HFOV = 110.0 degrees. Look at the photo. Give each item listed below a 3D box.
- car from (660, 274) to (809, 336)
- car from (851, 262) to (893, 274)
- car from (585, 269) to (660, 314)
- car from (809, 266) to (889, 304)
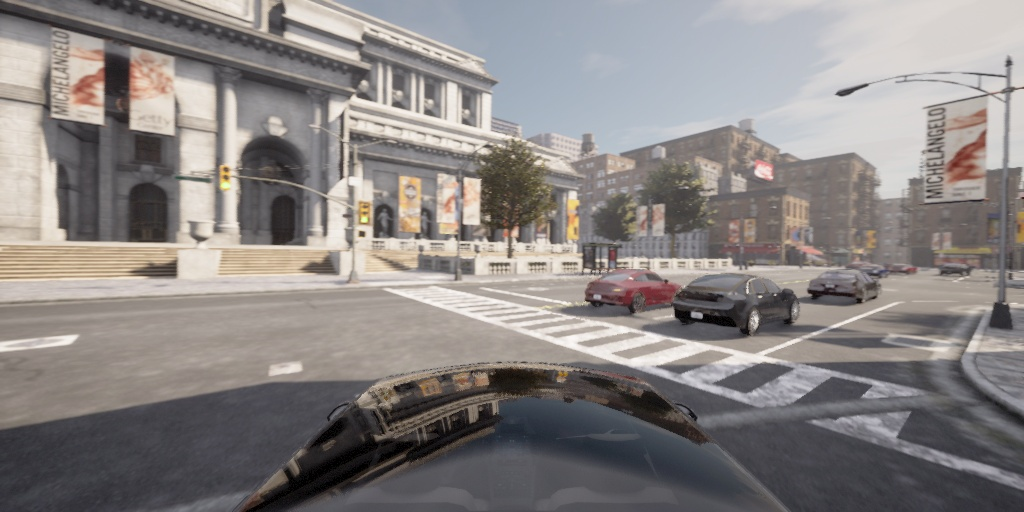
[{"bbox_3d":[6.666,1.267,10.525,4.892,1.490,1.837,0,1,-36],"label":"car"},{"bbox_3d":[36.403,1.566,36.212,4.718,1.301,1.895,0,1,-36],"label":"car"},{"bbox_3d":[4.667,1.221,13.450,4.674,1.442,1.812,0,0,-39],"label":"car"},{"bbox_3d":[16.063,1.389,17.282,5.357,1.411,2.033,0,1,-36],"label":"car"}]
